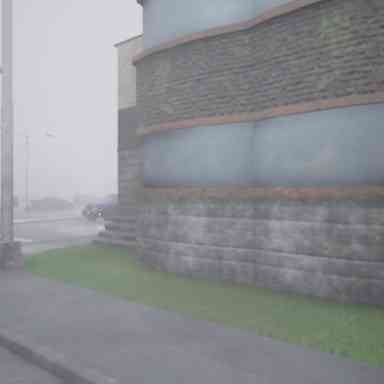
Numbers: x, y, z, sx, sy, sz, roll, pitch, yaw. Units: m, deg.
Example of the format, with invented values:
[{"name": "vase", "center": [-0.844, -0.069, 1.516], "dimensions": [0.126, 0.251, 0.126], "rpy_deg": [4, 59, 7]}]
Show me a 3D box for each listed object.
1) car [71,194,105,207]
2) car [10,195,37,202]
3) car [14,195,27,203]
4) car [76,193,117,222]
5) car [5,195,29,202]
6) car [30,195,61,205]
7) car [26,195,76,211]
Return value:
[{"name": "car", "center": [-15.405, 1.164, 49.318], "dimensions": [1.932, 1.855, 4.605], "rpy_deg": [0, 0, 35]}, {"name": "car", "center": [-38.429, 1.440, 76.095], "dimensions": [2.152, 1.636, 5.027], "rpy_deg": [0, 0, 35]}, {"name": "car", "center": [-33.242, 1.415, 62.969], "dimensions": [1.845, 1.501, 3.633], "rpy_deg": [0, 0, 35]}, {"name": "car", "center": [-5.464, 1.069, 24.935], "dimensions": [2.150, 2.045, 5.566], "rpy_deg": [0, 0, 36]}, {"name": "car", "center": [-41.014, 1.453, 77.874], "dimensions": [2.007, 1.523, 4.514], "rpy_deg": [0, 0, 35]}, {"name": "car", "center": [-25.132, 1.381, 57.131], "dimensions": [2.007, 1.523, 4.514], "rpy_deg": [0, 0, 35]}, {"name": "car", "center": [-15.567, 1.356, 37.137], "dimensions": [2.007, 1.523, 4.514], "rpy_deg": [0, 0, 35]}]
